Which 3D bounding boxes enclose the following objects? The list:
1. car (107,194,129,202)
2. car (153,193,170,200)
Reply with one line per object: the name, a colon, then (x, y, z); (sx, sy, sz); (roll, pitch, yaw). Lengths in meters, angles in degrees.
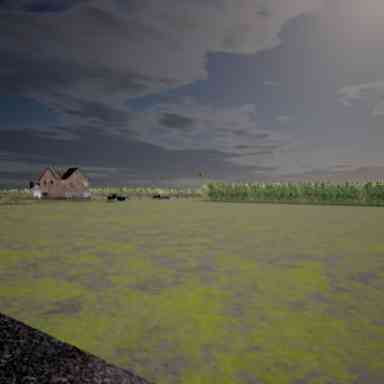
car: (-14.755, 1.152, 66.617); (1.837, 1.490, 4.892); (0, -2, 35)
car: (-7.060, 1.039, 77.480); (2.128, 1.511, 4.902); (0, 0, 35)
